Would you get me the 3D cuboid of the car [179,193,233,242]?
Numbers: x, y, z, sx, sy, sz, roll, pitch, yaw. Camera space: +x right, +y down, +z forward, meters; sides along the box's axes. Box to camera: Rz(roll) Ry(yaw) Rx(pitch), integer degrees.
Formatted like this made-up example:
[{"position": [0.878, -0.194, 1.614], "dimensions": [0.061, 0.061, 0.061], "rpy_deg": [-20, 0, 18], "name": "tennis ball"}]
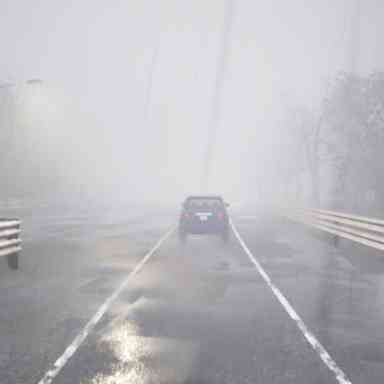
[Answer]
[{"position": [0.618, 1.130, 16.015], "dimensions": [2.150, 2.045, 5.566], "rpy_deg": [0, 0, 3], "name": "car"}]
